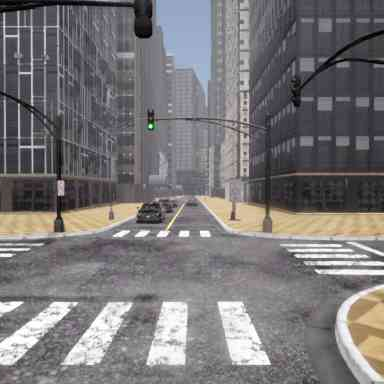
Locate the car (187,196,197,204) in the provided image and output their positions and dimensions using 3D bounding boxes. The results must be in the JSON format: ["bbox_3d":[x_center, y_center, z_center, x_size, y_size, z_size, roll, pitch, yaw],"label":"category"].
[{"bbox_3d":[0.002,1.570,65.857,1.812,1.442,4.674,0,0,0],"label":"car"}]

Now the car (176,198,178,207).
[{"bbox_3d":[-3.072,1.516,49.929,2.128,1.511,4.902,0,0,1],"label":"car"}]

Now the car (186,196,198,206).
[{"bbox_3d":[0.001,1.578,55.439,2.033,1.411,5.357,0,0,0],"label":"car"}]

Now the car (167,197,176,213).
[{"bbox_3d":[-3.093,1.518,37.271,1.837,1.490,4.892,0,0,0],"label":"car"}]

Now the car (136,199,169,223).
[{"bbox_3d":[-3.093,1.509,25.835,1.837,1.490,4.892,0,0,0],"label":"car"}]
